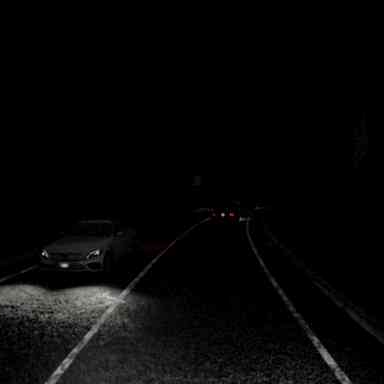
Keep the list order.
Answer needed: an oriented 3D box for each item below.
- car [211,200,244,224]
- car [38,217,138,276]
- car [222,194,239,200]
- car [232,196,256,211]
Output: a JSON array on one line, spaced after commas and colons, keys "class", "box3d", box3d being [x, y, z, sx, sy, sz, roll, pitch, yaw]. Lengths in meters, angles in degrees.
[{"class": "car", "box3d": [2.564, 1.606, 25.006, 2.033, 1.411, 5.357, -1, 0, 11]}, {"class": "car", "box3d": [-3.024, 1.574, 10.673, 1.812, 1.442, 4.674, 0, 0, 5]}, {"class": "car", "box3d": [5.897, 1.391, 50.633, 2.150, 2.045, 5.566, -2, -1, 21]}, {"class": "car", "box3d": [6.928, 1.551, 42.199, 2.128, 1.511, 4.902, -2, 0, 17]}]
